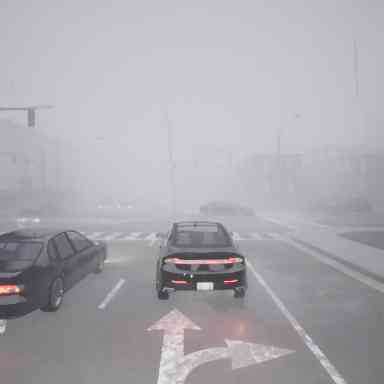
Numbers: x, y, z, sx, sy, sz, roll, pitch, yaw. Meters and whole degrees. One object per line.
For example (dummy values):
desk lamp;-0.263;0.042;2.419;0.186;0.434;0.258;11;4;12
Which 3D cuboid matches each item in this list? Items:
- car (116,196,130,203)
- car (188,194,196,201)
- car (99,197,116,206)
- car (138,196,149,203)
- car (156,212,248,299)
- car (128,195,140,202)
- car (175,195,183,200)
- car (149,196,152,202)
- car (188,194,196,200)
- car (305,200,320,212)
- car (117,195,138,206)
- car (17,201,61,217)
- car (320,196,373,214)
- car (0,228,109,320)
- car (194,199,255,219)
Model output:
car;-14.024;1.526;68.047;1.812;1.442;4.674;0;0;0
car;-0.029;1.500;82.458;1.837;1.490;4.892;0;0;0
car;-14.105;1.564;55.582;1.994;1.385;4.181;0;0;0
car;-10.534;1.477;67.452;1.882;1.535;5.008;0;0;0
car;0.112;1.492;8.445;2.128;1.511;4.902;0;0;-3
car;-14.029;1.536;81.034;2.033;1.411;5.357;0;0;0
car;-3.533;1.524;92.864;1.812;1.442;4.674;0;0;0
car;-10.528;1.552;78.263;1.994;1.385;4.181;0;0;0
car;-0.033;1.355;92.849;2.097;1.767;4.553;0;0;0
car;15.698;1.491;38.710;4.902;1.511;2.128;0;0;0
car;-10.621;1.478;54.872;1.882;1.535;5.008;0;0;0
car;-14.111;1.547;31.127;2.033;1.411;5.357;0;0;0
car;16.528;1.352;35.209;4.553;1.767;2.097;0;0;0
car;-3.434;1.547;7.639;2.033;1.411;5.357;0;0;0
car;3.023;1.491;29.071;4.902;1.511;2.128;0;0;18
